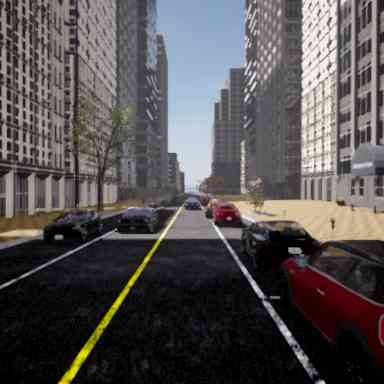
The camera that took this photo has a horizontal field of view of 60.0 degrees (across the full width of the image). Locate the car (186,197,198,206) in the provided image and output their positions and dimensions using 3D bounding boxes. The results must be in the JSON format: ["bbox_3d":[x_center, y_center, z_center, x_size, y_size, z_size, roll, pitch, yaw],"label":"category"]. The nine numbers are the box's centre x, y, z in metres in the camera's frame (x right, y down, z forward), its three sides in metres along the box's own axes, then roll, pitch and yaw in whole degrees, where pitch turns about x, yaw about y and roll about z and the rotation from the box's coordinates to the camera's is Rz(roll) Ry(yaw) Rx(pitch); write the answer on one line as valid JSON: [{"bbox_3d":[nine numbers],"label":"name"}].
[{"bbox_3d":[0.012,1.523,56.665,1.994,1.385,4.181,0,0,0],"label":"car"}]

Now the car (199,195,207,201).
[{"bbox_3d":[2.700,1.482,84.140,2.008,1.369,4.403,-1,0,0],"label":"car"}]

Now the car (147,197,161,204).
[{"bbox_3d":[-5.688,1.515,50.274,2.008,1.369,4.403,-1,0,0],"label":"car"}]

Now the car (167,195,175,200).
[{"bbox_3d":[-5.679,1.506,89.764,1.802,1.307,4.206,-1,0,0],"label":"car"}]

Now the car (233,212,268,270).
[{"bbox_3d":[2.685,1.560,10.784,1.947,1.339,4.313,-1,0,0],"label":"car"}]

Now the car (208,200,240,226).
[{"bbox_3d":[2.357,1.512,23.331,1.812,1.442,4.674,0,0,0],"label":"car"}]

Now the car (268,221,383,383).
[{"bbox_3d":[2.682,1.437,5.141,1.967,1.590,4.097,-1,0,0],"label":"car"}]

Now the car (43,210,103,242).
[{"bbox_3d":[-5.695,1.556,16.426,1.947,1.339,4.313,-1,0,0],"label":"car"}]

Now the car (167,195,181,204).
[{"bbox_3d":[-2.988,1.350,61.759,1.882,1.535,5.008,0,0,0],"label":"car"}]

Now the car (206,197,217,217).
[{"bbox_3d":[2.689,1.523,33.355,1.887,1.381,4.507,-1,0,0],"label":"car"}]

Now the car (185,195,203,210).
[{"bbox_3d":[0.020,1.518,42.861,2.033,1.411,5.357,0,0,0],"label":"car"}]

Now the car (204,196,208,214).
[{"bbox_3d":[2.690,1.499,39.167,1.752,1.417,4.829,-1,0,0],"label":"car"}]

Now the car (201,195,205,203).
[{"bbox_3d":[2.695,1.499,61.569,1.887,1.381,4.507,-1,0,0],"label":"car"}]

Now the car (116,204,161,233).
[{"bbox_3d":[-3.096,1.589,19.589,1.895,1.301,4.718,0,0,0],"label":"car"}]
